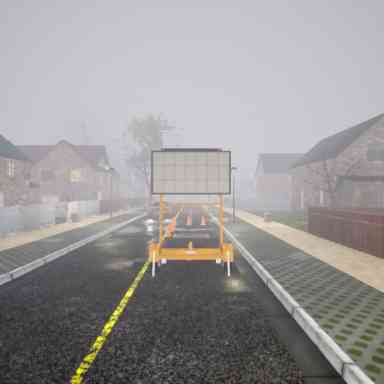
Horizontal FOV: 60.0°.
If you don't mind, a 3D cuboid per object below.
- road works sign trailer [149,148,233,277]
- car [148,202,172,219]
[{"bbox_3d":[-0.027,0.472,10.208,2.380,3.560,2.880,0,0,0],"label":"road works sign trailer"},{"bbox_3d":[-2.831,1.600,29.962,1.812,1.442,4.674,0,0,0],"label":"car"}]
